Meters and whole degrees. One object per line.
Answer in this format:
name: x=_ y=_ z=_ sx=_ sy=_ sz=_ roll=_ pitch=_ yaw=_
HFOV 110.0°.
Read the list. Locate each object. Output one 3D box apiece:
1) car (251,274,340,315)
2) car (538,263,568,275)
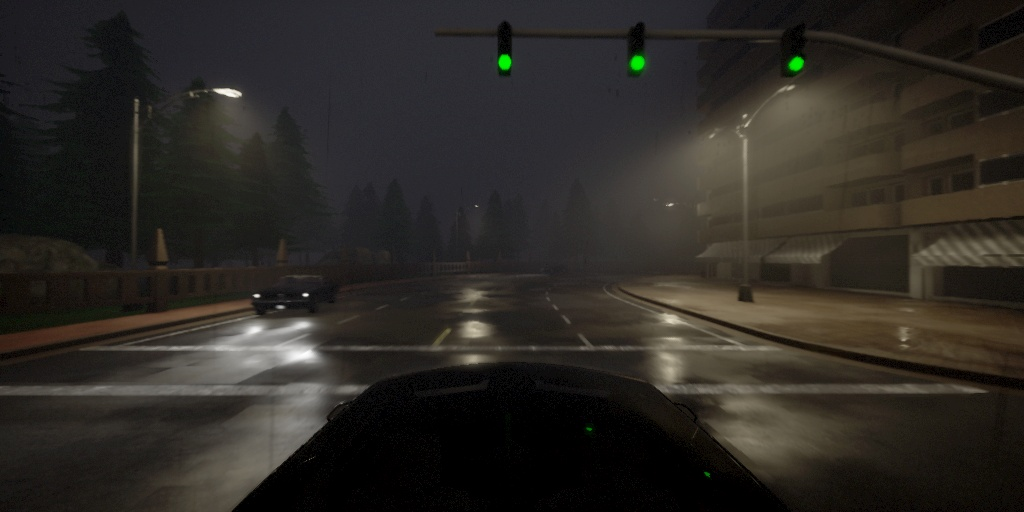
car: x=-8.222 y=1.406 z=14.042 sx=1.895 sy=1.301 sz=4.718 roll=0 pitch=0 yaw=-15
car: x=5.407 y=1.607 z=46.927 sx=2.128 sy=1.511 sz=4.902 roll=0 pitch=-1 yaw=43
